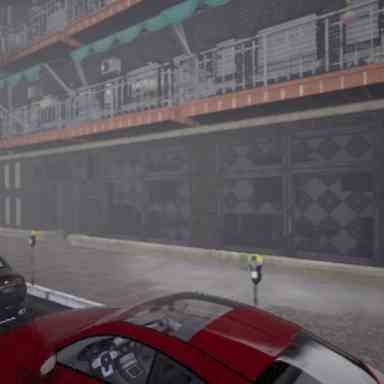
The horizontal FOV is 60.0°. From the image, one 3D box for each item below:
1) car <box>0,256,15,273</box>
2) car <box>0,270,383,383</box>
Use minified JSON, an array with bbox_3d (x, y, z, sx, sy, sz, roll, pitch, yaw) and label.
[{"bbox_3d":[-4.740,1.605,6.106,4.403,1.369,2.008,-1,0,35],"label":"car"},{"bbox_3d":[-0.241,1.595,2.897,4.206,1.307,1.802,-1,0,35],"label":"car"}]
